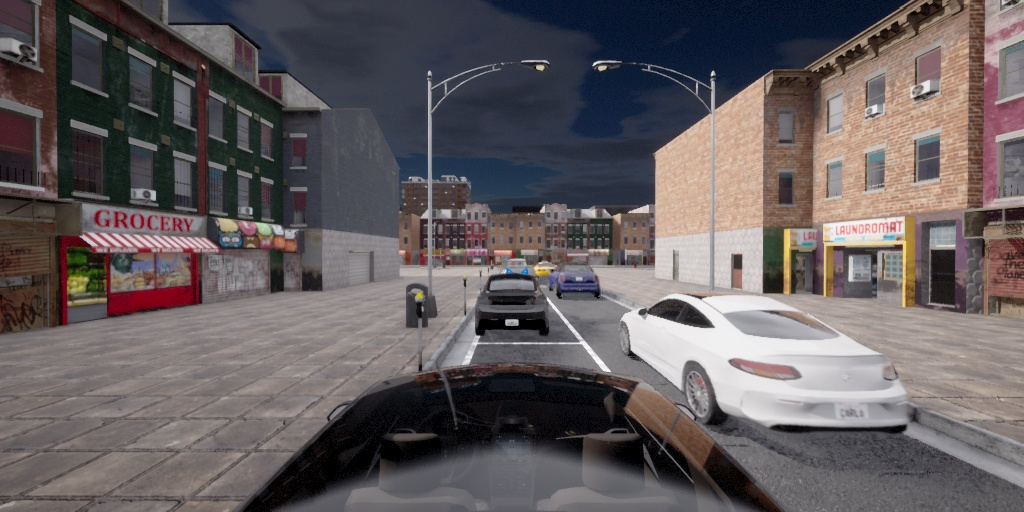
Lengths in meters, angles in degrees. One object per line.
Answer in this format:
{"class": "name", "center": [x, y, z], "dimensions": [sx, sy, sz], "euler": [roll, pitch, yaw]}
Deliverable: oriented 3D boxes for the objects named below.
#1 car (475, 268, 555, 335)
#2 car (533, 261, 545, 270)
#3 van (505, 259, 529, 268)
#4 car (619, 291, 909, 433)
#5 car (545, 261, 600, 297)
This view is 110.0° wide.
{"class": "car", "center": [0.000, 1.253, 10.501], "dimensions": [1.837, 1.490, 4.892], "euler": [0, 0, 0]}
{"class": "car", "center": [3.022, 1.215, 33.583], "dimensions": [1.801, 1.575, 5.366], "euler": [0, 0, 0]}
{"class": "van", "center": [0.382, 1.095, 27.349], "dimensions": [1.690, 1.789, 3.998], "euler": [0, 0, 0]}
{"class": "car", "center": [3.122, 1.276, 5.585], "dimensions": [1.812, 1.442, 4.674], "euler": [0, -1, 0]}
{"class": "car", "center": [3.119, 1.102, 18.796], "dimensions": [2.097, 1.767, 4.553], "euler": [0, 0, 0]}
